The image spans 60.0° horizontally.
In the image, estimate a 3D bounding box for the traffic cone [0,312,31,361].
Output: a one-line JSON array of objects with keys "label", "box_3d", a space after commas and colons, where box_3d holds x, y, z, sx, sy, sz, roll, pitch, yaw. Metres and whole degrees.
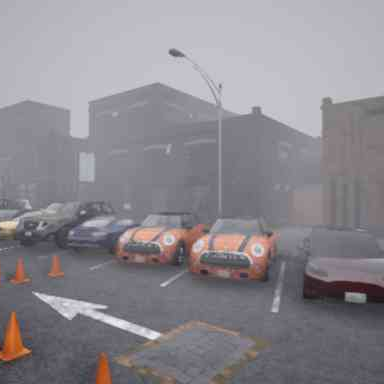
[{"label": "traffic cone", "box_3d": [-2.543, 2.006, 4.737, 0.340, 0.580, 0.340, 0, -1, 37]}]

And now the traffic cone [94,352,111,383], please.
[{"label": "traffic cone", "box_3d": [-0.950, 2.002, 3.528, 0.340, 0.580, 0.340, 0, -1, 37]}]

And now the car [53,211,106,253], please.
[{"label": "car", "box_3d": [-3.321, 1.706, 14.116, 2.002, 1.452, 4.674, 0, -2, 17]}]

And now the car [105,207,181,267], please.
[{"label": "car", "box_3d": [-0.915, 1.534, 12.330, 2.185, 1.767, 4.553, 1, -1, 17]}]

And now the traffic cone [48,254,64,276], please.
[{"label": "traffic cone", "box_3d": [-3.915, 2.064, 9.545, 0.340, 0.580, 0.340, 0, -1, 37]}]

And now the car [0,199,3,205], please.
[{"label": "car", "box_3d": [-12.863, 1.449, 21.386, 2.435, 2.045, 5.566, 1, -2, 17]}]

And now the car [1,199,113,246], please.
[{"label": "car", "box_3d": [-5.689, 1.422, 15.923, 2.435, 2.045, 5.566, 1, -2, 17]}]

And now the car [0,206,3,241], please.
[{"label": "car", "box_3d": [-8.141, 1.673, 17.584, 1.946, 1.575, 5.366, 1, -1, 17]}]

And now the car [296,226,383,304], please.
[{"label": "car", "box_3d": [3.836, 1.676, 8.630, 2.163, 1.488, 4.792, 1, -1, 17]}]

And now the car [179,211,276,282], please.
[{"label": "car", "box_3d": [1.471, 1.529, 10.510, 2.185, 1.767, 4.553, 1, -1, 17]}]

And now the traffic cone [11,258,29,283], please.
[{"label": "traffic cone", "box_3d": [-4.519, 2.047, 8.749, 0.340, 0.580, 0.340, 0, -1, 37]}]
